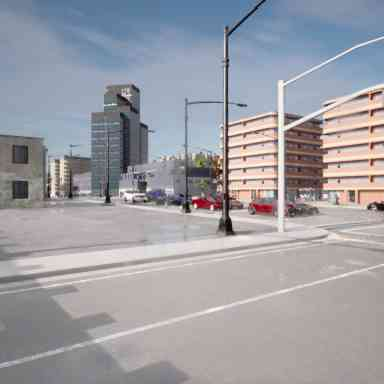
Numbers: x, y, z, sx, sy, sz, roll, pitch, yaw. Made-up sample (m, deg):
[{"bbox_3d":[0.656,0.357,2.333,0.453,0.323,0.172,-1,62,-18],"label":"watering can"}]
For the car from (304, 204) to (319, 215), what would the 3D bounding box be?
[{"bbox_3d":[9.496,1.413,32.090,2.033,1.411,5.357,0,1,-35],"label":"car"}]

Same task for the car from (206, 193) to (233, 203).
[{"bbox_3d":[4.722,0.964,58.021,2.128,1.511,4.902,0,1,-34],"label":"car"}]

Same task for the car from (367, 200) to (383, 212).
[{"bbox_3d":[20.777,1.411,34.452,2.128,1.511,4.902,0,1,-34],"label":"car"}]

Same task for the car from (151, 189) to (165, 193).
[{"bbox_3d":[-7.565,0.334,69.601,2.150,2.045,5.566,0,1,-34],"label":"car"}]

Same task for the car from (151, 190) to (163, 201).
[{"bbox_3d":[-7.294,0.877,56.725,1.837,1.490,4.892,0,1,-34],"label":"car"}]

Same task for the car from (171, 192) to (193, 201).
[{"bbox_3d":[-1.907,0.862,61.431,1.837,1.490,4.892,0,1,-34],"label":"car"}]

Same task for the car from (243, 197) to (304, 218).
[{"bbox_3d":[7.115,1.231,29.382,2.097,1.767,4.553,0,1,-34],"label":"car"}]

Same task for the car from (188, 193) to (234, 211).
[{"bbox_3d":[1.968,1.229,36.891,1.882,1.535,5.008,0,1,-34],"label":"car"}]

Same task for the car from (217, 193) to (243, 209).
[{"bbox_3d":[4.148,1.256,39.910,1.812,1.442,4.674,0,1,-34],"label":"car"}]

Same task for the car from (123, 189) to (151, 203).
[{"bbox_3d":[-9.121,0.627,53.177,2.150,2.045,5.566,0,1,-33],"label":"car"}]

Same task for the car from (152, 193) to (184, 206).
[{"bbox_3d":[-3.156,1.157,44.400,1.994,1.385,4.181,0,1,-34],"label":"car"}]

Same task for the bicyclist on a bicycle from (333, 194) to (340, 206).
[{"bbox_3d":[19.984,1.094,45.971,1.656,1.620,0.582,0,1,-34],"label":"bicyclist on a bicycle"}]
